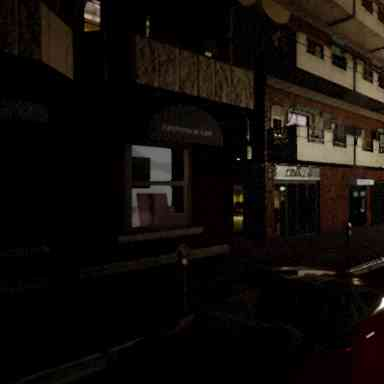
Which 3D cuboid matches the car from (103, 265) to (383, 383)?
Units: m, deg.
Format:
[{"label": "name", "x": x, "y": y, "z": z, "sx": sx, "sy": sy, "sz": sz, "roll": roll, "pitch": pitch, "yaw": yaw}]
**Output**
[{"label": "car", "x": 1.072, "y": 1.576, "z": 3.727, "sx": 4.206, "sy": 1.307, "sz": 1.802, "roll": 0, "pitch": -1, "yaw": -40}]
